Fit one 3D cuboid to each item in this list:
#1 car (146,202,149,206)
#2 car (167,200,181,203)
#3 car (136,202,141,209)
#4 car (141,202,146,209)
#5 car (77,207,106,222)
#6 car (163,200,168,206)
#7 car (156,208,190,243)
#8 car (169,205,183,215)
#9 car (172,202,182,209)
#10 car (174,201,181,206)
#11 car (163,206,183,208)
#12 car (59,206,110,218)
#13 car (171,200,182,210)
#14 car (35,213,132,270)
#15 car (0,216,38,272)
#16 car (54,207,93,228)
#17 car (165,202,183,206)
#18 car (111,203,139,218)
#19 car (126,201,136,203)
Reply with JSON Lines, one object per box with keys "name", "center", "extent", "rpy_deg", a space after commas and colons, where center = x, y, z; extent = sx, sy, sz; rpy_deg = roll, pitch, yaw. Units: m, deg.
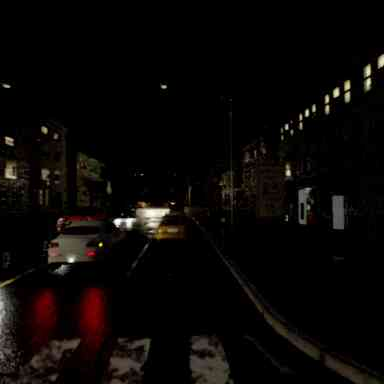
{"name": "car", "center": [-11.888, 2.995, 77.781], "extent": [1.967, 1.590, 4.097], "rpy_deg": [0, -1, -2]}
{"name": "car", "center": [-2.360, 2.357, 50.496], "extent": [1.967, 1.590, 4.097], "rpy_deg": [0, -1, -2]}
{"name": "car", "center": [-11.196, 2.527, 61.203], "extent": [2.192, 1.841, 5.009], "rpy_deg": [0, -1, -2]}
{"name": "car", "center": [-11.658, 3.022, 72.251], "extent": [1.802, 1.307, 4.206], "rpy_deg": [0, -1, -2]}
{"name": "car", "center": [-10.039, 2.229, 33.562], "extent": [1.802, 1.307, 4.206], "rpy_deg": [0, -1, -2]}
{"name": "car", "center": [-6.515, 3.152, 85.297], "extent": [1.837, 1.490, 4.892], "rpy_deg": [0, -1, -2]}
{"name": "car", "center": [-0.981, 1.770, 17.501], "extent": [1.752, 1.417, 4.829], "rpy_deg": [0, -1, -2]}
{"name": "car", "center": [-2.130, 2.386, 44.966], "extent": [1.802, 1.307, 4.206], "rpy_deg": [0, -1, -2]}
{"name": "car", "center": [-3.285, 2.938, 72.601], "extent": [1.947, 1.339, 4.313], "rpy_deg": [0, -1, -2]}
{"name": "car", "center": [-4.143, 3.352, 94.577], "extent": [1.752, 1.417, 4.829], "rpy_deg": [0, -1, -2]}
{"name": "car", "center": [-1.205, 1.904, 22.858], "extent": [2.008, 1.369, 4.403], "rpy_deg": [0, -1, -2]}
{"name": "car", "center": [-6.937, 1.724, 21.179], "extent": [2.097, 1.767, 4.553], "rpy_deg": [0, -1, -2]}
{"name": "car", "center": [-3.054, 2.573, 67.080], "extent": [2.192, 1.841, 5.009], "rpy_deg": [0, -1, -2]}
{"name": "car", "center": [-3.427, 1.674, 11.488], "extent": [1.812, 1.442, 4.674], "rpy_deg": [0, -1, -2]}
{"name": "car", "center": [-6.533, 1.653, 11.505], "extent": [1.882, 1.535, 5.008], "rpy_deg": [0, -1, -3]}
{"name": "car", "center": [-9.801, 2.056, 27.866], "extent": [1.752, 1.417, 4.829], "rpy_deg": [0, -1, -2]}
{"name": "car", "center": [-1.898, 2.242, 39.439], "extent": [2.008, 1.369, 4.403], "rpy_deg": [0, -1, -2]}
{"name": "car", "center": [-7.609, 2.279, 38.065], "extent": [1.994, 1.385, 4.181], "rpy_deg": [0, -1, -2]}
{"name": "car", "center": [-10.957, 2.620, 55.501], "extent": [1.752, 1.417, 4.829], "rpy_deg": [0, -1, -2]}
